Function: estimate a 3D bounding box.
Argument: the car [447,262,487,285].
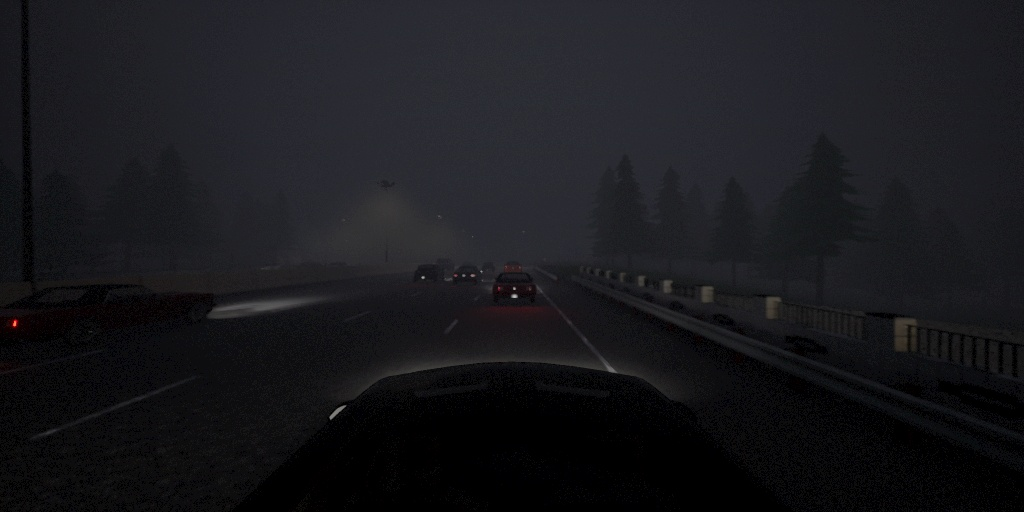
[{"bbox_3d":[-3.383,1.451,27.826,2.033,1.411,5.357,0,0,0],"label":"car"}]

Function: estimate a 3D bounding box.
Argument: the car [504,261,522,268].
[{"bbox_3d":[0.124,1.359,42.457,2.097,1.767,4.553,0,0,0],"label":"car"}]

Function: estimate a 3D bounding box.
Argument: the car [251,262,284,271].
[{"bbox_3d":[-31.522,1.566,46.408,1.812,1.442,4.674,0,0,1],"label":"car"}]

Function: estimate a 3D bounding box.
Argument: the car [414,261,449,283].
[{"bbox_3d":[-6.883,1.425,30.225,1.837,1.490,4.892,0,0,0],"label":"car"}]

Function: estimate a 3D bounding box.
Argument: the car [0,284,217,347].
[{"bbox_3d":[-10.395,1.377,9.340,1.895,1.301,4.718,0,0,0],"label":"car"}]

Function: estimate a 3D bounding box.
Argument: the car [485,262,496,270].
[{"bbox_3d":[-3.382,1.582,52.321,1.837,1.490,4.892,0,0,0],"label":"car"}]

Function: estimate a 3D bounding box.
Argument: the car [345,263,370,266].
[{"bbox_3d":[-21.025,1.666,50.113,1.895,1.301,4.718,0,0,1],"label":"car"}]

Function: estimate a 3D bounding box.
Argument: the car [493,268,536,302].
[{"bbox_3d":[0.110,1.428,17.413,1.895,1.301,4.718,0,0,0],"label":"car"}]

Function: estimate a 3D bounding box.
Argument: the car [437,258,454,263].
[{"bbox_3d":[-10.387,1.322,55.544,2.150,2.045,5.566,0,0,0],"label":"car"}]

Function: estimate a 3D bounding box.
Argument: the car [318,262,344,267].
[{"bbox_3d":[-24.527,1.569,50.173,1.837,1.490,4.892,0,0,0],"label":"car"}]

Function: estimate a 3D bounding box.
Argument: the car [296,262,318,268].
[{"bbox_3d":[-28.023,1.543,50.043,1.882,1.535,5.008,0,0,0],"label":"car"}]
